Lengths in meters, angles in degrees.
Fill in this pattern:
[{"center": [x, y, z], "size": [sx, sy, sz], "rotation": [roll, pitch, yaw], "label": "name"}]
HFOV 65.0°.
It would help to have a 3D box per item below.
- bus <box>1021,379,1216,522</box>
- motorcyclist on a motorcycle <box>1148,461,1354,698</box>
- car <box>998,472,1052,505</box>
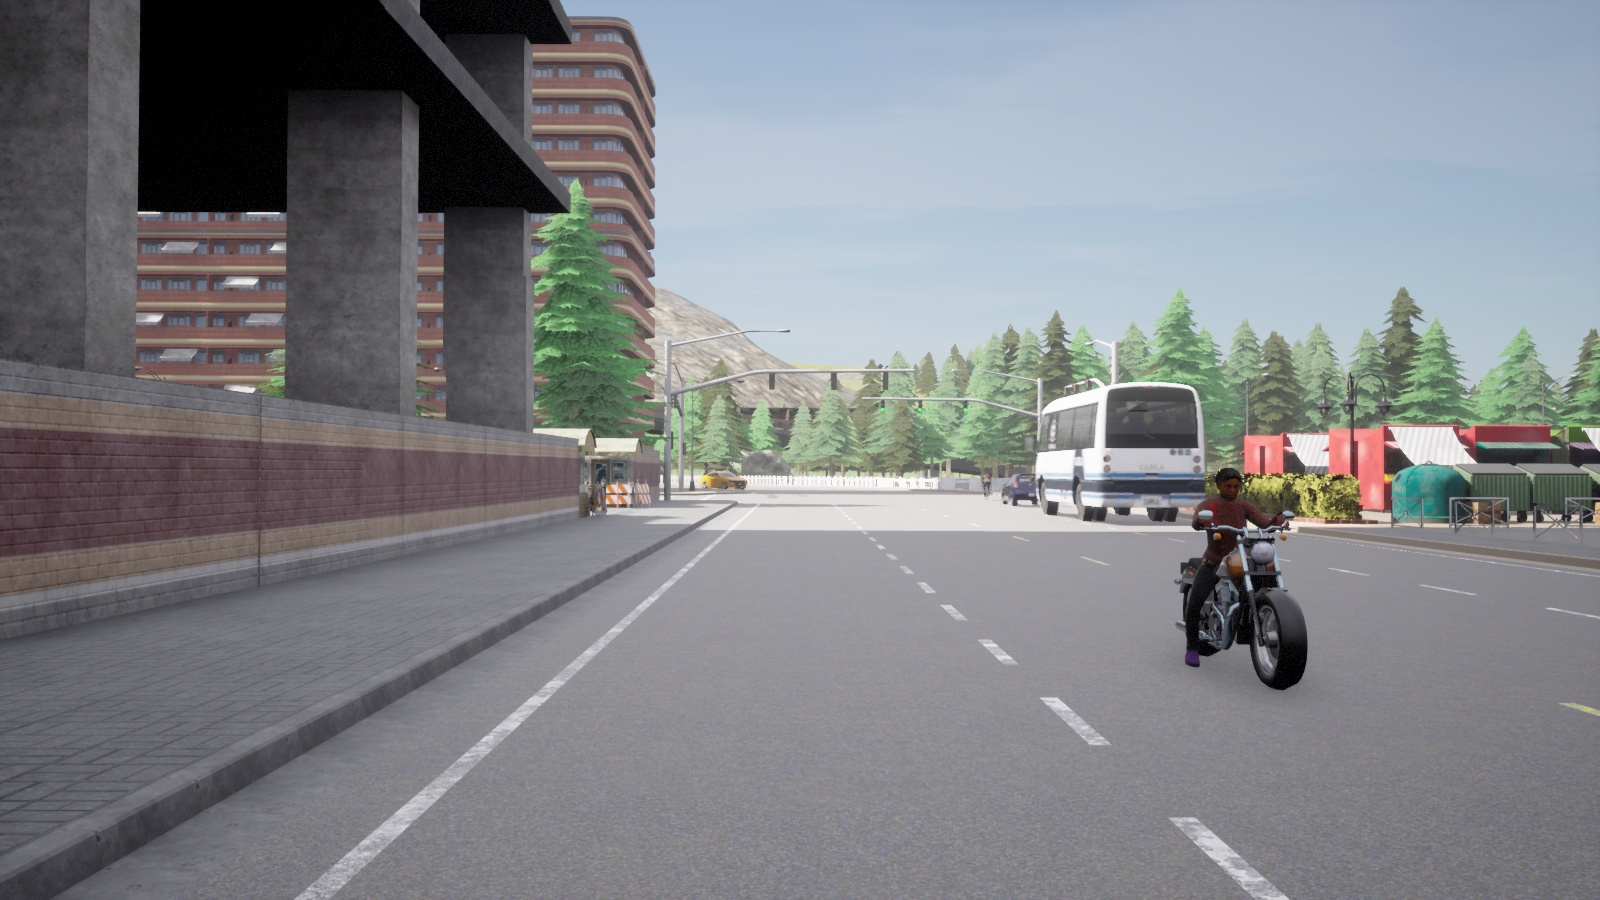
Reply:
[{"center": [10.387, 0.110, 42.576], "size": [3.944, 4.253, 10.273], "rotation": [0, -1, 0], "label": "bus"}, {"center": [3.475, 0.918, 9.942], "size": [0.766, 1.649, 2.350], "rotation": [0, -1, 0], "label": "motorcyclist on a motorcycle"}, {"center": [10.356, 1.759, 58.027], "size": [1.845, 1.501, 3.633], "rotation": [0, -1, 0], "label": "car"}]
